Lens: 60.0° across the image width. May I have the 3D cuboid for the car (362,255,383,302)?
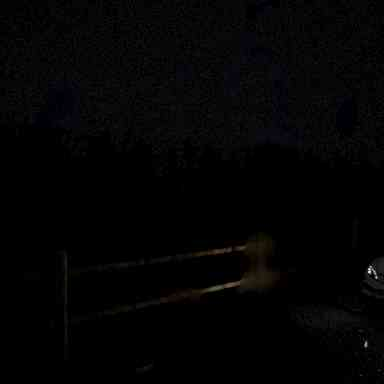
[{"bbox_3d":[5.471,1.471,6.976,4.674,1.442,1.812,0,0,-36],"label":"car"}]
